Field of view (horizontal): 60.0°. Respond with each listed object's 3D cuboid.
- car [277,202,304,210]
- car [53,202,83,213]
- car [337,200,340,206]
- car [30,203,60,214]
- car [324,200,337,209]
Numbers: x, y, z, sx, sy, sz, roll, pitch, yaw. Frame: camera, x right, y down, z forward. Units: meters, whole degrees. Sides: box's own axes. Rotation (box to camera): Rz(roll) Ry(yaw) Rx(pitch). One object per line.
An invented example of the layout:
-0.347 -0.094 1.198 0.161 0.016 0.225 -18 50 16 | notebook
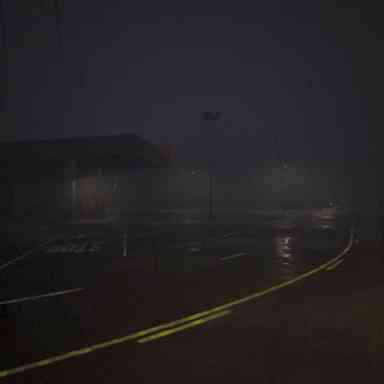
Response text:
19.107 2.725 64.796 5.008 1.535 1.882 -1 -1 26 | car
-21.216 2.605 56.975 4.611 1.667 2.242 -1 -1 26 | car
37.122 3.092 87.290 1.837 1.490 4.892 -1 -1 26 | car
-23.052 2.662 51.476 3.806 1.475 1.970 -1 -1 26 | car
30.001 2.894 72.859 2.033 1.411 5.357 -1 -1 26 | car
